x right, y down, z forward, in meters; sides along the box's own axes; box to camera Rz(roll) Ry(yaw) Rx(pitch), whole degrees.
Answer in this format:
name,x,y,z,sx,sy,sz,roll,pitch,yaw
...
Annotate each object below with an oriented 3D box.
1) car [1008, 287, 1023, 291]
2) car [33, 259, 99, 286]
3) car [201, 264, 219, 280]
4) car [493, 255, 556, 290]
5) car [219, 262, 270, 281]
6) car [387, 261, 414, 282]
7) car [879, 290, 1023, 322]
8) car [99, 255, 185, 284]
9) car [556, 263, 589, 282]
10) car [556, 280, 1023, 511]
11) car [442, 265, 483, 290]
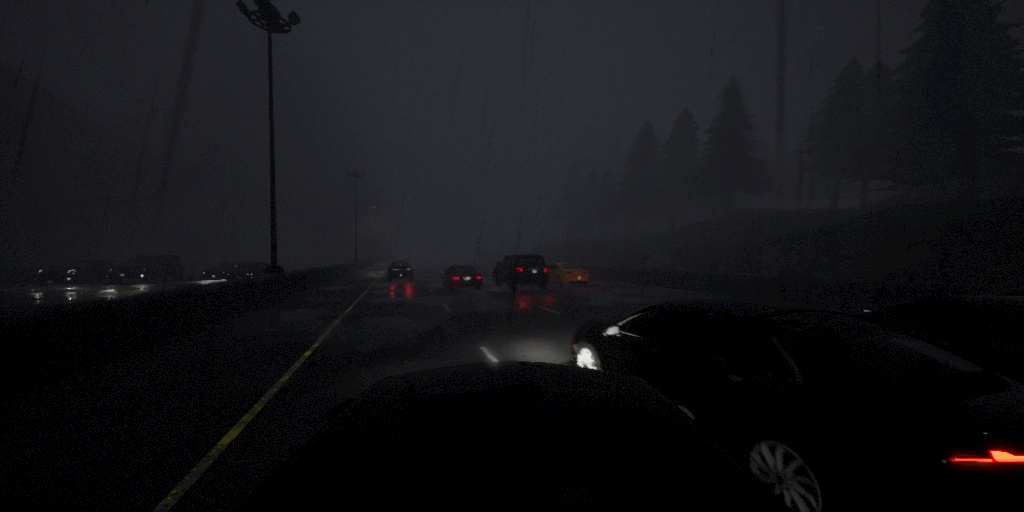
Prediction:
name,x,y,z,sx,sy,sz,roll,pitch,yaw
car,9.188,1.231,6.022,1.882,1.535,5.008,0,0,-17
car,-29.917,1.036,24.850,2.097,1.767,4.553,0,0,-17
car,-24.517,1.228,31.040,2.033,1.411,5.357,0,0,-17
car,0.428,0.941,22.290,2.150,2.045,5.566,0,0,-17
car,-19.578,1.197,26.963,1.837,1.490,4.892,0,0,-17
car,-8.857,1.191,28.516,2.128,1.511,4.902,0,0,-17
car,5.977,1.256,4.565,1.837,1.490,4.892,0,0,-17
car,-26.774,0.907,26.520,2.150,2.045,5.566,0,0,-17
car,3.406,1.197,24.492,1.882,1.535,5.008,0,0,-17
car,2.417,1.254,4.221,1.837,1.490,4.892,0,0,-17
car,-3.168,1.264,22.059,2.033,1.411,5.357,0,0,-17
